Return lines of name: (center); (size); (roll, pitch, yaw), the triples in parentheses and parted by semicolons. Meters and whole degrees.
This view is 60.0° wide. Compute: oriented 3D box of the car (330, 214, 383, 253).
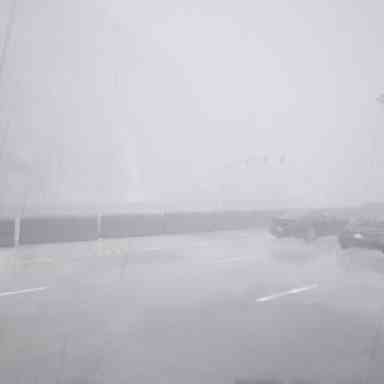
car: (7.974, 1.654, 13.843); (4.181, 1.385, 1.994); (0, 0, -35)

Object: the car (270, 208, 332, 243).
car: (6.089, 1.567, 16.798); (5.008, 1.535, 1.882); (0, 0, -35)
